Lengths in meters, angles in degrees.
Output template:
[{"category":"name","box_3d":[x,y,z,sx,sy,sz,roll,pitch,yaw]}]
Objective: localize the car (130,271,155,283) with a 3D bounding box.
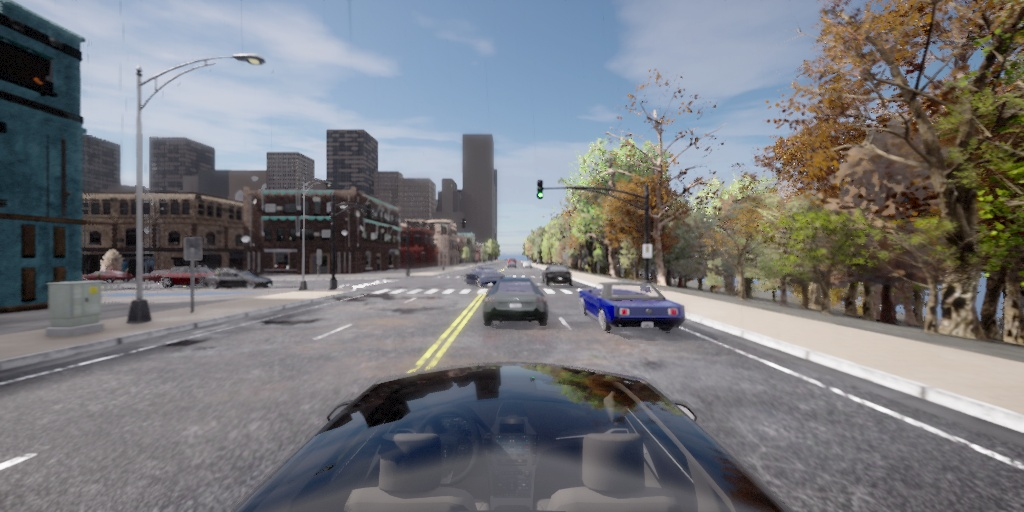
[{"category":"car","box_3d":[-33.808,1.943,34.795,4.207,1.307,1.802,0,0,0]}]

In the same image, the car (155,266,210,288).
[{"category":"car","box_3d":[-25.310,1.623,28.994,4.553,1.767,2.097,-1,0,0]}]

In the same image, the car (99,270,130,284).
[{"category":"car","box_3d":[-39.342,2.005,34.803,4.207,1.307,1.802,0,0,0]}]

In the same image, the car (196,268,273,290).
[{"category":"car","box_3d":[-19.942,1.778,26.274,4.313,1.339,1.948,0,0,0]}]

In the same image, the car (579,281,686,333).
[{"category":"car","box_3d":[3.354,1.431,11.077,1.895,1.301,4.718,0,0,0]}]

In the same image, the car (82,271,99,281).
[{"category":"car","box_3d":[-33.818,1.811,26.414,4.097,1.591,1.967,0,0,0]}]

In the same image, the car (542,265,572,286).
[{"category":"car","box_3d":[3.356,1.448,27.365,1.882,1.535,5.008,0,0,0]}]

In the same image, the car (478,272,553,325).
[{"category":"car","box_3d":[0.102,1.405,12.231,1.994,1.385,4.181,0,0,0]}]

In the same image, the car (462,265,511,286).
[{"category":"car","box_3d":[-2.105,1.525,26.189,1.994,1.385,4.181,1,-1,-28]}]
